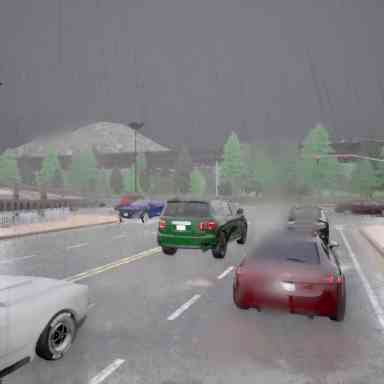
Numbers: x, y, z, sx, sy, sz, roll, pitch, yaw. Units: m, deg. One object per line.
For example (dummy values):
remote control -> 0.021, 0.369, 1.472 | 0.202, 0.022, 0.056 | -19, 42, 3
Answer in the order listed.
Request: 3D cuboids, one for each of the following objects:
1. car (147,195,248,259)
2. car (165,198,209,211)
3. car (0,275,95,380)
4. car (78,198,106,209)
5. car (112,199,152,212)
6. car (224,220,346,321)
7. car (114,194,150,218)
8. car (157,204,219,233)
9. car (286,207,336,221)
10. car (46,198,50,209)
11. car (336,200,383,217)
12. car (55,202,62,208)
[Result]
car -> 0.634, 1.221, 12.996 | 2.150, 2.045, 5.566 | 0, 0, 21
car -> -0.577, 1.477, 40.497 | 5.008, 1.535, 1.882 | 0, 0, 20
car -> -3.143, 1.601, 3.374 | 1.895, 1.301, 4.718 | 0, 0, 21
car -> -13.893, 1.555, 45.258 | 4.181, 1.385, 1.994 | 0, 0, 20
car -> -7.089, 1.564, 39.107 | 4.181, 1.385, 1.994 | 0, 0, 19
car -> 2.271, 1.564, 7.472 | 1.994, 1.385, 4.181 | 0, 0, 21
car -> -3.153, 1.132, 22.779 | 1.882, 1.535, 5.008 | 0, 0, 21
car -> -0.043, 1.547, 21.128 | 2.033, 1.411, 5.357 | 0, 0, 22
car -> 5.504, 1.492, 15.774 | 2.128, 1.511, 4.902 | 0, 0, 22
car -> -19.589, 1.523, 39.858 | 5.357, 1.411, 2.033 | 1, 0, 20
car -> 15.965, 1.477, 30.870 | 5.008, 1.535, 1.882 | 0, 0, 20
car -> -19.028, 1.532, 43.378 | 4.181, 1.385, 1.994 | 1, 0, 20
